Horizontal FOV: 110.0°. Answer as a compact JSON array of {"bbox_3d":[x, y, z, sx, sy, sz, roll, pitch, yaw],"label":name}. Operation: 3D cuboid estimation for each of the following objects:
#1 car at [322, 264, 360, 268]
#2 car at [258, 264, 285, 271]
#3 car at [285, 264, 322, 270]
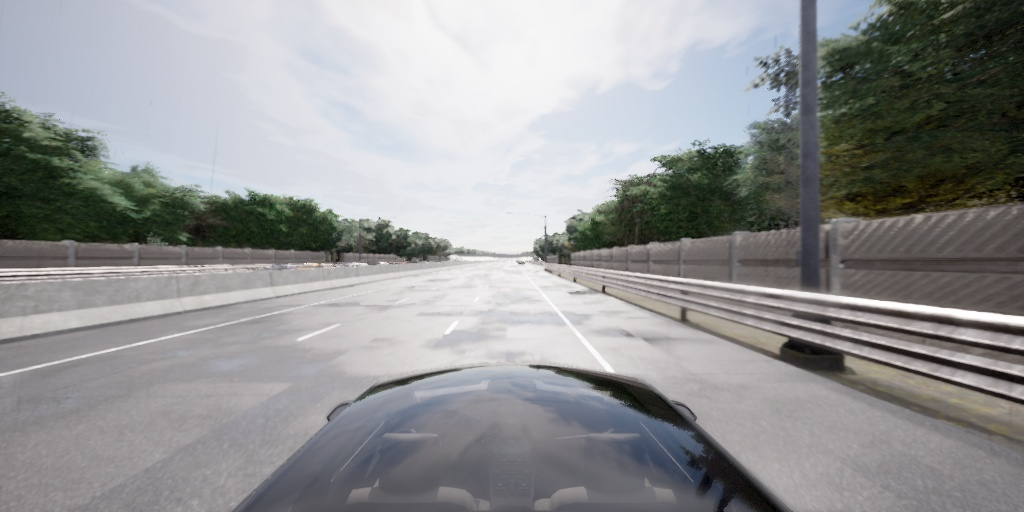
[{"bbox_3d":[-17.570,1.580,38.175,2.128,1.511,4.902,0,-1,0],"label":"car"},{"bbox_3d":[-24.569,1.576,37.831,2.128,1.511,4.902,0,0,0],"label":"car"},{"bbox_3d":[-21.071,1.561,37.684,1.882,1.535,5.008,0,-1,0],"label":"car"}]
